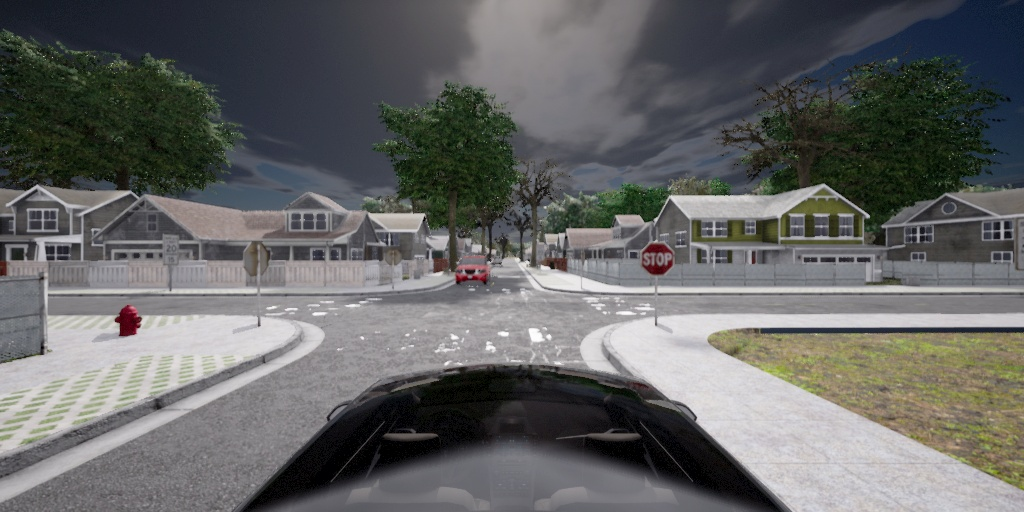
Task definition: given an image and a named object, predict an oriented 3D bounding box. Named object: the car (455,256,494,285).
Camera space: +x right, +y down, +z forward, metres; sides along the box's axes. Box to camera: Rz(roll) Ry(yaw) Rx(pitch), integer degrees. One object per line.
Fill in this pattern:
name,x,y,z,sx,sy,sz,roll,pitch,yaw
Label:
car,-2.742,0.991,26.224,2.150,2.045,5.566,0,0,0
